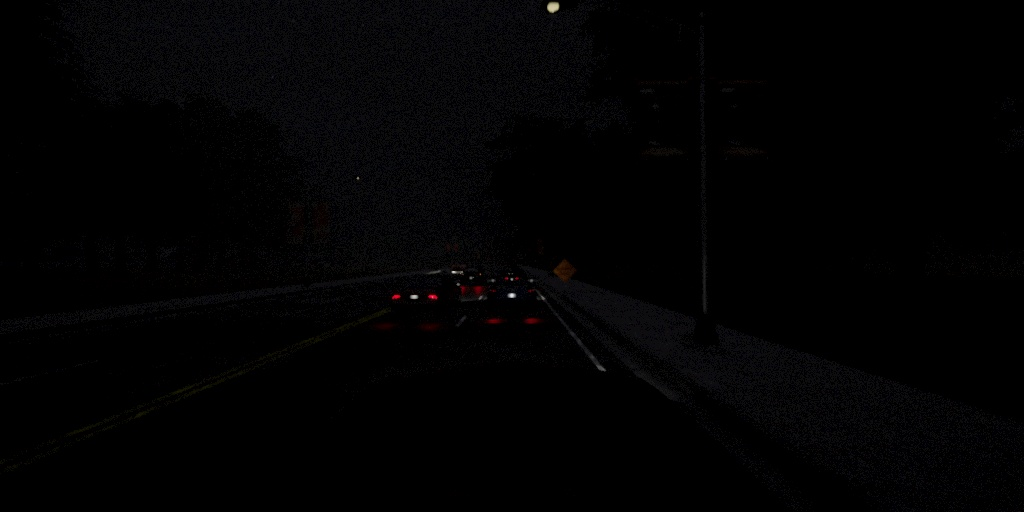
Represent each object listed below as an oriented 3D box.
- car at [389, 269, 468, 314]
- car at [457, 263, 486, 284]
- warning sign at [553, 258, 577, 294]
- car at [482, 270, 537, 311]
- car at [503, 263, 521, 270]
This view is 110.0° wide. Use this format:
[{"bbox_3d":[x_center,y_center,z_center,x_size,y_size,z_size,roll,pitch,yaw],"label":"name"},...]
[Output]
[{"bbox_3d":[-3.249,1.435,14.419,2.033,1.411,5.357,0,-1,0],"label":"car"},{"bbox_3d":[-3.248,1.599,30.768,1.812,1.442,4.674,0,0,1],"label":"car"},{"bbox_3d":[2.837,1.053,19.089,1.300,1.860,1.060,0,0,0],"label":"warning sign"},{"bbox_3d":[0.010,1.462,15.344,1.994,1.385,4.181,0,-1,0],"label":"car"},{"bbox_3d":[-0.002,1.575,30.370,1.837,1.490,4.892,0,0,0],"label":"car"}]
